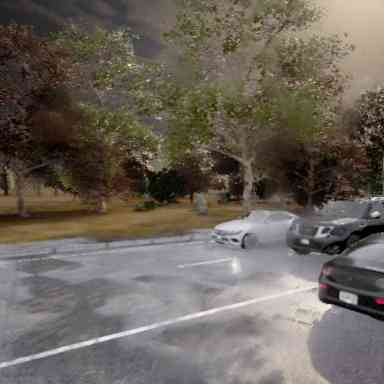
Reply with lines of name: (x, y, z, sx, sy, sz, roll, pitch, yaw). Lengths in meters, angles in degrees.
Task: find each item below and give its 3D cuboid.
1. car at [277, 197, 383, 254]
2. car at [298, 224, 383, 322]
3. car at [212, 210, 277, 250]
car: (5.908, 1.199, 11.854, 5.566, 2.045, 2.150, 0, 0, -31)
car: (4.423, 1.515, 6.533, 4.674, 1.442, 1.812, 0, 0, -33)
car: (3.050, 1.495, 14.193, 4.674, 1.442, 1.812, 0, 0, -31)
